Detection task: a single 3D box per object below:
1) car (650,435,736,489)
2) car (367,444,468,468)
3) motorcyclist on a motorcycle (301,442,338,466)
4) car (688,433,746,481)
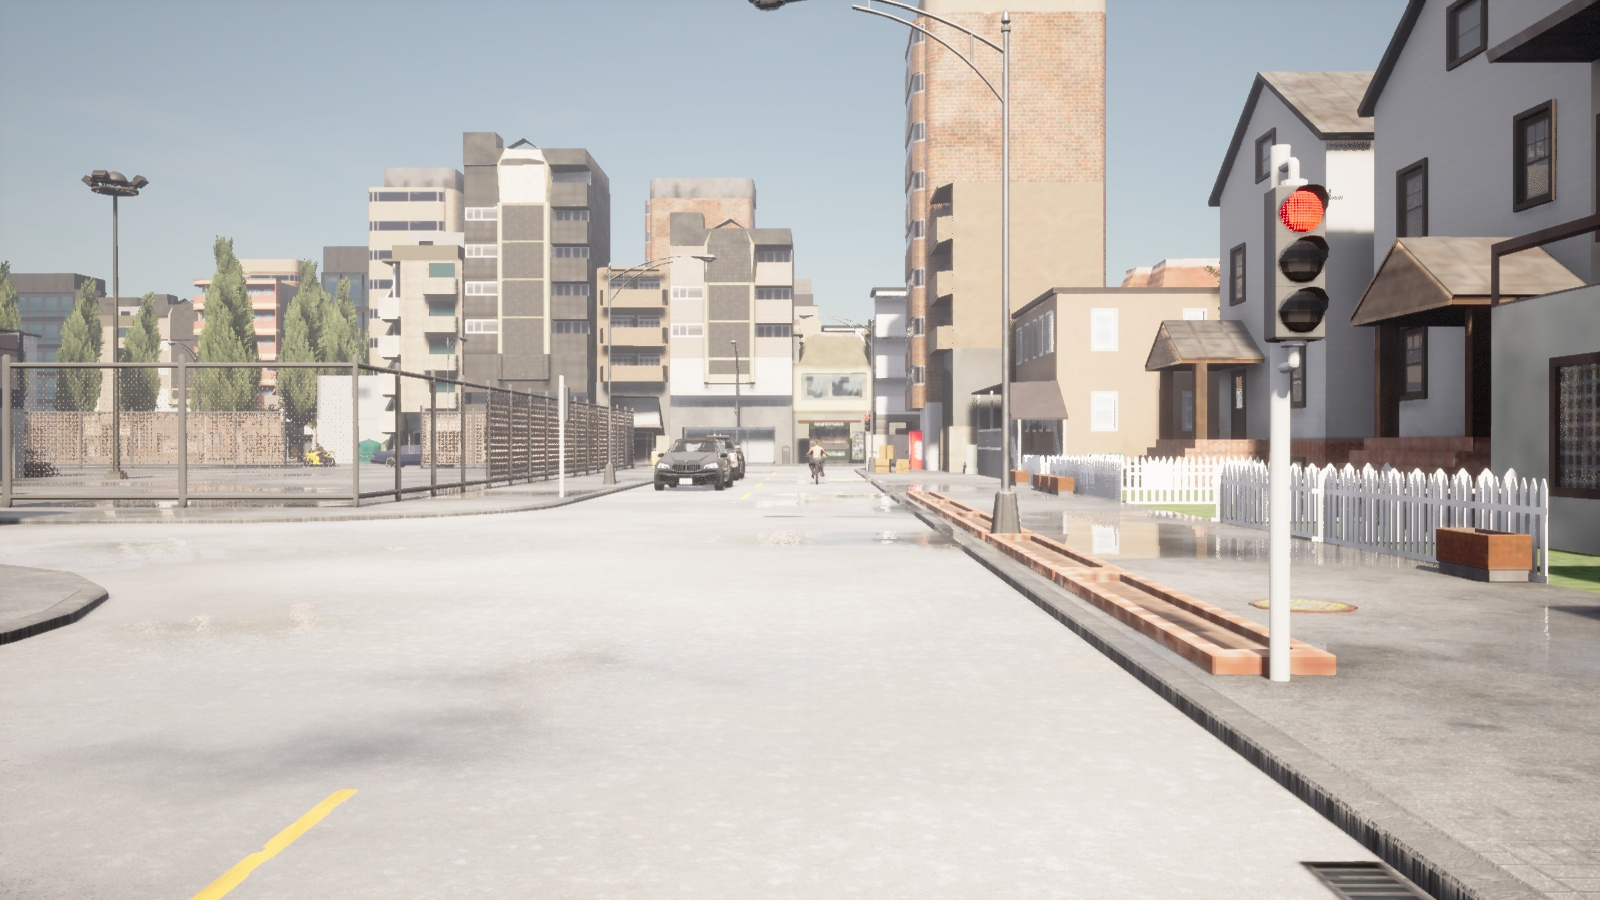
[{"bbox_3d":[-3.419,0.356,41.005,2.242,1.667,4.611,0,0,2],"label":"car"},{"bbox_3d":[-22.766,0.353,74.878,5.357,1.411,2.033,0,0,1],"label":"car"},{"bbox_3d":[-30.227,0.258,78.965,2.044,1.523,0.797,0,0,1],"label":"motorcyclist on a motorcycle"},{"bbox_3d":[-3.313,0.273,50.980,1.932,1.855,4.605,0,0,2],"label":"car"}]
